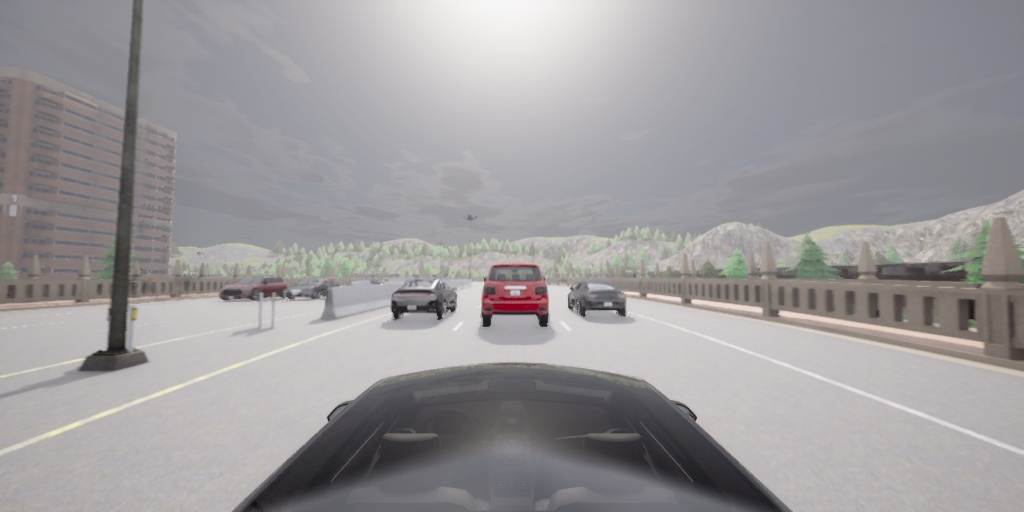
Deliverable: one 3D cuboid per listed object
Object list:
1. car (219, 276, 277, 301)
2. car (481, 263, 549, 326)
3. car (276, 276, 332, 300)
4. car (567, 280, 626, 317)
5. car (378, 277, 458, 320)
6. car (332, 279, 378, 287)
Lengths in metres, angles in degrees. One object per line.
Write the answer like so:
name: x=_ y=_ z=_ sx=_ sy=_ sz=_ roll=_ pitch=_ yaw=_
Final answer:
car: x=-17.598 y=2.136 z=24.723 sx=2.097 sy=1.767 sz=4.553 roll=0 pitch=-3 yaw=0
car: x=0.100 y=1.337 z=13.312 sx=2.150 sy=2.045 sz=5.566 roll=0 pitch=-3 yaw=0
car: x=-14.098 y=2.337 z=25.771 sx=2.128 sy=1.511 sz=4.902 roll=0 pitch=-3 yaw=0
car: x=3.600 y=1.782 z=15.737 sx=1.812 sy=1.442 sz=4.674 roll=0 pitch=-3 yaw=0
car: x=-3.400 y=1.682 z=14.610 sx=2.128 sy=1.511 sz=4.902 roll=0 pitch=-3 yaw=0
car: x=-10.598 y=2.360 z=25.582 sx=1.812 sy=1.442 sz=4.674 roll=0 pitch=-3 yaw=0
